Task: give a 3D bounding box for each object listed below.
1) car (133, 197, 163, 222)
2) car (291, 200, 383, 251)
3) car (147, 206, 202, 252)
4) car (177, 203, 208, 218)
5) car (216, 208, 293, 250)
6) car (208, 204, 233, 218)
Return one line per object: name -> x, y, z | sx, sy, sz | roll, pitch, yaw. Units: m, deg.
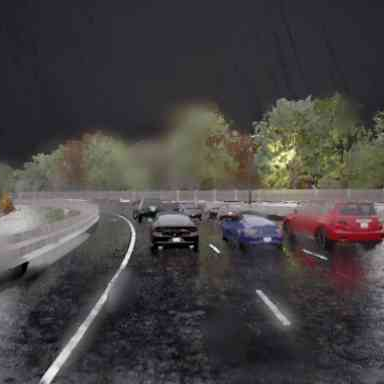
car -> -3.841, 1.491, 29.168 | 2.150, 2.045, 5.566 | 0, 0, -15
car -> 6.112, 1.352, 15.111 | 2.150, 2.045, 5.566 | 0, 0, -7
car -> -0.899, 1.615, 14.680 | 1.882, 1.535, 5.008 | 0, 0, -8
car -> -0.546, 1.775, 30.360 | 2.128, 1.511, 4.902 | 0, 0, -16
car -> 2.587, 1.664, 15.031 | 1.812, 1.442, 4.674 | 0, 0, -7
car -> 2.826, 1.853, 31.295 | 1.994, 1.385, 4.181 | 0, -1, -16
